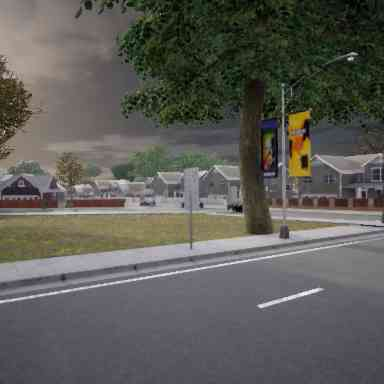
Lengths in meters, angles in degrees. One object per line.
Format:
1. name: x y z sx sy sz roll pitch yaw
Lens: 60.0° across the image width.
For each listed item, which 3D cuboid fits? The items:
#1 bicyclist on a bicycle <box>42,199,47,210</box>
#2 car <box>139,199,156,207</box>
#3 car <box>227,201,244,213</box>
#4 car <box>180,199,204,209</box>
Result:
1. bicyclist on a bicycle: -21.541 1.761 48.539 0.582 1.620 1.656 0 1 -5
2. car: -8.707 2.129 65.686 1.812 1.442 4.674 -1 0 -35
3. car: 6.275 1.804 39.549 1.882 1.535 5.008 -1 0 -35
4. car: -0.077 1.780 53.382 2.097 1.767 4.553 -1 0 -35
